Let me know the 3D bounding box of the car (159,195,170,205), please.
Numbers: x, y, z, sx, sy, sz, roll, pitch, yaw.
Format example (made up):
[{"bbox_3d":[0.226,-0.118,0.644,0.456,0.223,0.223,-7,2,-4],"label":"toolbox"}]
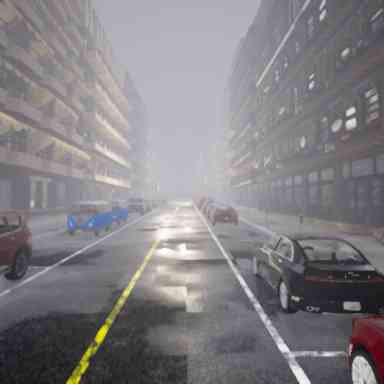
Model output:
[{"bbox_3d":[-6.327,1.604,68.184,2.192,1.841,5.009,1,0,-1],"label":"car"}]

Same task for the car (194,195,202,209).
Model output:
[{"bbox_3d":[1.861,1.466,46.127,2.192,1.841,5.009,1,0,-1],"label":"car"}]

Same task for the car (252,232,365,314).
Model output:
[{"bbox_3d":[2.488,1.562,7.416,2.008,1.369,4.403,1,0,-1],"label":"car"}]

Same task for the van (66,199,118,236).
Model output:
[{"bbox_3d":[-5.558,1.404,18.415,1.690,1.788,3.998,1,0,-1],"label":"van"}]

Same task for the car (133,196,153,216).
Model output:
[{"bbox_3d":[-5.814,1.440,35.006,2.192,1.841,5.009,1,0,-1],"label":"car"}]

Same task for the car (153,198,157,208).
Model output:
[{"bbox_3d":[-5.899,1.463,40.535,2.192,1.841,5.009,1,0,-1],"label":"car"}]

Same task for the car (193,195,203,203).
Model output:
[{"bbox_3d":[1.348,1.652,79.311,2.192,1.841,5.009,1,0,-1],"label":"car"}]

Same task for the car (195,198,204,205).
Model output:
[{"bbox_3d":[1.514,1.849,68.249,1.802,1.307,4.206,1,0,-1],"label":"car"}]

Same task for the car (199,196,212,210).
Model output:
[{"bbox_3d":[2.071,1.544,35.067,1.967,1.590,4.097,1,0,-1],"label":"car"}]

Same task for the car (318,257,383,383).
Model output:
[{"bbox_3d":[2.573,1.543,1.885,1.887,1.381,4.507,1,0,-1],"label":"car"}]

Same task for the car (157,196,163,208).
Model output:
[{"bbox_3d":[-6.076,1.764,51.595,1.947,1.339,4.313,1,0,-1],"label":"car"}]

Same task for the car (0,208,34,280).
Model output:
[{"bbox_3d":[-5.387,1.347,7.358,2.192,1.841,5.009,1,0,-1],"label":"car"}]

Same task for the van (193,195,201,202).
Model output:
[{"bbox_3d":[1.261,1.716,84.842,1.690,1.788,3.998,1,0,-1],"label":"van"}]

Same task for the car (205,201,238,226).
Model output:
[{"bbox_3d":[2.232,1.606,24.006,1.887,1.381,4.507,1,0,-1],"label":"car"}]

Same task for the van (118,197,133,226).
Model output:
[{"bbox_3d":[-5.644,1.424,23.946,1.690,1.788,3.998,1,0,-1],"label":"van"}]

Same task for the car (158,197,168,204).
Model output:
[{"bbox_3d":[-6.418,1.867,73.713,1.887,1.381,4.507,1,0,-1],"label":"car"}]

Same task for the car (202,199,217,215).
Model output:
[{"bbox_3d":[2.147,1.626,29.535,1.887,1.381,4.507,1,0,-1],"label":"car"}]
